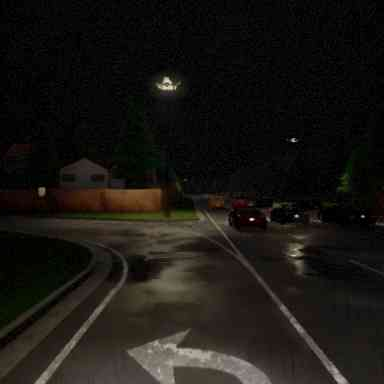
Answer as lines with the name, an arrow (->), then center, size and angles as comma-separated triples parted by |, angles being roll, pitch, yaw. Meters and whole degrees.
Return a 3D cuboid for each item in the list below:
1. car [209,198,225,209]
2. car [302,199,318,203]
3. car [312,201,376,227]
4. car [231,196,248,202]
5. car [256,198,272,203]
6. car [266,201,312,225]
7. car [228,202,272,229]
car -> 3.405, 1.551, 46.210 | 1.882, 1.535, 5.008 | 0, 0, 0
car -> 13.943, 1.554, 39.621 | 2.128, 1.511, 4.902 | 0, 0, 0
car -> 10.531, 1.583, 23.046 | 2.033, 1.411, 5.357 | 0, 0, 0
car -> 6.895, 1.429, 48.236 | 2.097, 1.767, 4.553 | 0, 0, 0
car -> 10.395, 1.568, 48.166 | 2.128, 1.511, 4.902 | 0, 0, 0
car -> 7.024, 1.602, 24.357 | 1.994, 1.385, 4.181 | 0, 0, 0
car -> 3.538, 1.599, 21.722 | 1.994, 1.385, 4.181 | 0, 0, 0
